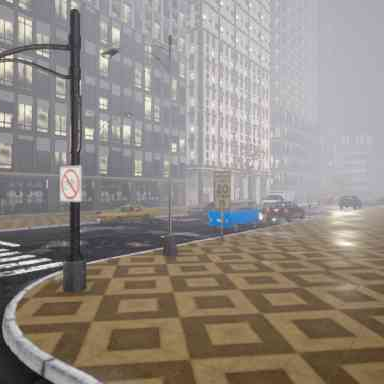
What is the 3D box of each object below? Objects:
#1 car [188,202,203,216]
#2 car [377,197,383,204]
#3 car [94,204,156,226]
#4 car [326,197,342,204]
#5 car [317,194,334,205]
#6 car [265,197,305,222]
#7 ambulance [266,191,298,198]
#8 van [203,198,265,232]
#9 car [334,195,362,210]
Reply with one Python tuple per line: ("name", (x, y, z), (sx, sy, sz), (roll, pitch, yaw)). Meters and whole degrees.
("car", (1.384, 1.604, 31.685), (1.802, 1.307, 4.206), (0, 0, 38))
("car", (38.211, 1.659, 66.514), (1.947, 1.339, 4.313), (0, 0, 38))
("car", (-4.733, 1.540, 23.969), (1.752, 1.417, 4.829), (0, 0, 38))
("car", (28.575, 1.625, 66.924), (2.008, 1.369, 4.403), (0, 0, 38))
("car", (25.176, 1.381, 62.520), (2.192, 1.841, 5.009), (0, 0, 38))
("car", (7.623, 1.472, 26.870), (1.967, 1.590, 4.097), (0, 0, 38))
("ambulance", (10.254, 1.063, 38.979), (2.351, 2.431, 6.366), (0, 0, 38))
("van", (2.652, 1.368, 20.247), (1.690, 1.788, 3.998), (0, 0, 38))
("car", (21.218, 1.369, 44.490), (2.192, 1.841, 5.009), (0, 0, 38))
